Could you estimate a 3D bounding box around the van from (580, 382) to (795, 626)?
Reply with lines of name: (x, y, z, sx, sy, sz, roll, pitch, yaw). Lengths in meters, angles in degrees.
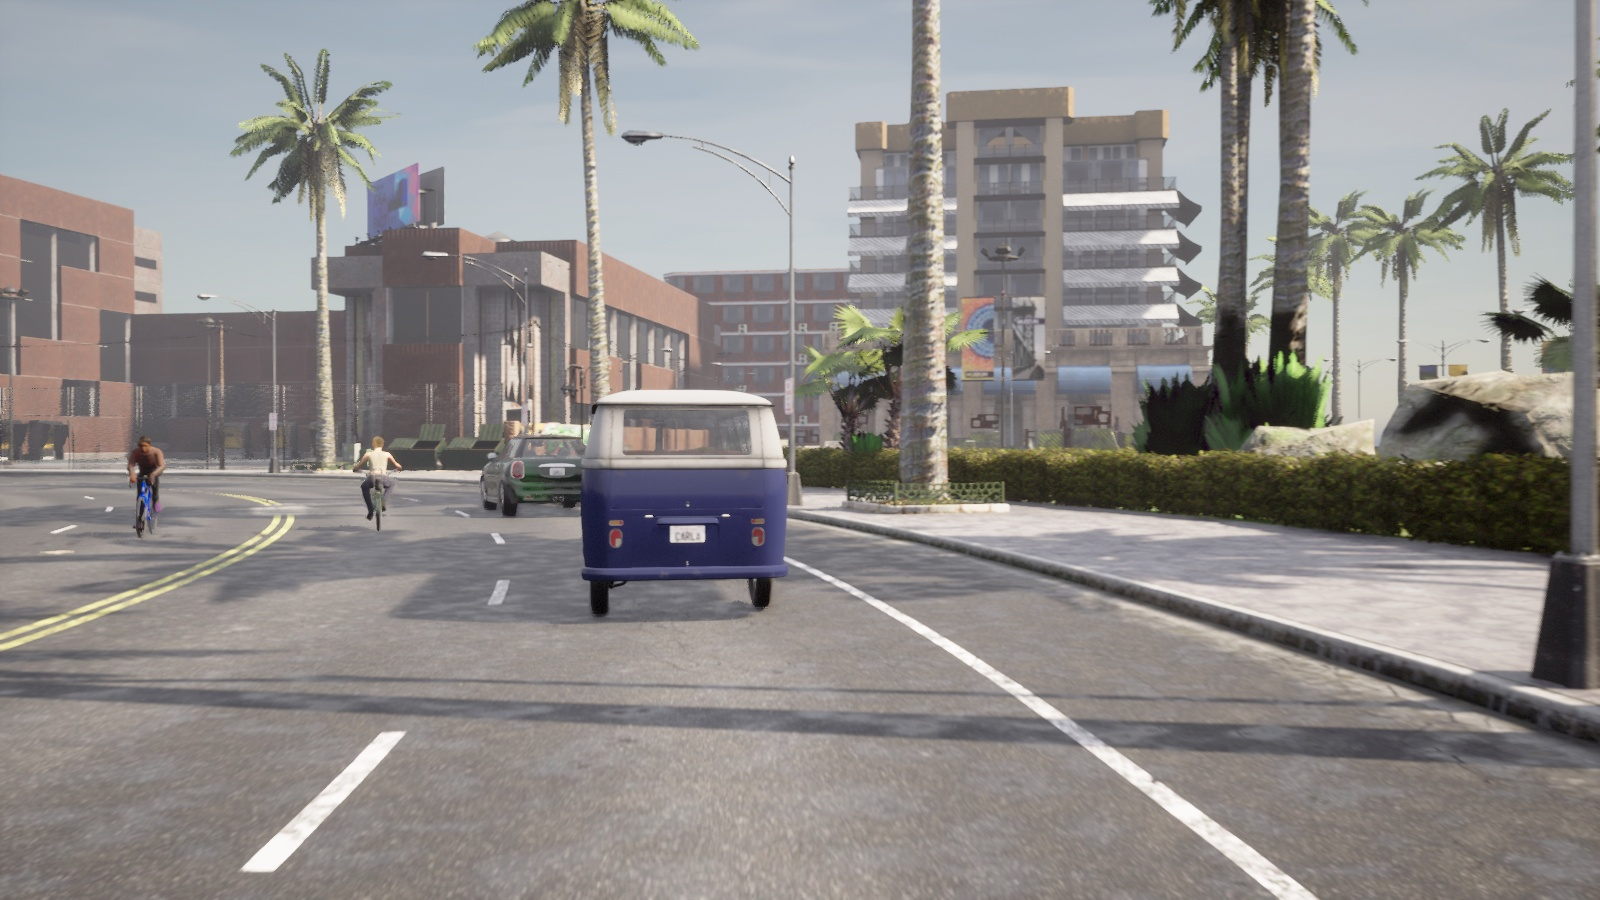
van: (-1.298, 0.428, 12.551, 1.775, 1.987, 4.442, 0, 0, -10)

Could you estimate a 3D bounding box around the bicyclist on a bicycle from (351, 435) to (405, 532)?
bicyclist on a bicycle: (-7.377, 0.558, 21.950, 0.866, 1.612, 1.509, 0, 0, -19)

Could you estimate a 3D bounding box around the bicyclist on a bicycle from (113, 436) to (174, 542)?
bicyclist on a bicycle: (-10.417, 0.585, 19.977, 0.582, 1.620, 1.656, 0, 1, -18)

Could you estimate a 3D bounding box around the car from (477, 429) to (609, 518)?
car: (-5.718, 0.449, 27.532, 2.097, 1.767, 4.553, 0, 0, -21)
